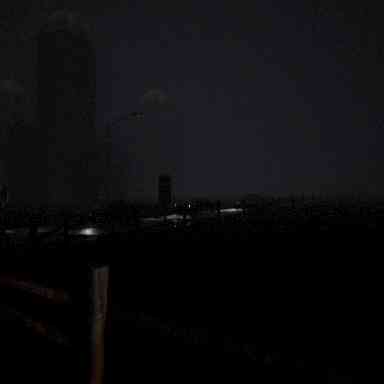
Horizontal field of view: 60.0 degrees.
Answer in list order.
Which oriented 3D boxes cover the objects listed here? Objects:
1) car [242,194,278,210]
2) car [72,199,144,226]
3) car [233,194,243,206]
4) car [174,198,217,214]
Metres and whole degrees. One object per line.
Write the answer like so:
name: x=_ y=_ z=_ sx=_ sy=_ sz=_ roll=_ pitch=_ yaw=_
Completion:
car: x=7.285 y=1.100 z=34.228 sx=1.994 sy=1.385 sz=4.181 roll=1 pitch=1 yaw=35
car: x=-5.281 y=1.219 z=21.496 sx=1.882 sy=1.535 sz=5.008 roll=1 pitch=1 yaw=35
car: x=6.409 y=0.945 z=38.090 sx=2.128 sy=1.511 sz=4.902 roll=1 pitch=1 yaw=35
car: x=0.437 y=1.200 z=29.620 sx=1.895 sy=1.301 sz=4.718 roll=1 pitch=1 yaw=35
